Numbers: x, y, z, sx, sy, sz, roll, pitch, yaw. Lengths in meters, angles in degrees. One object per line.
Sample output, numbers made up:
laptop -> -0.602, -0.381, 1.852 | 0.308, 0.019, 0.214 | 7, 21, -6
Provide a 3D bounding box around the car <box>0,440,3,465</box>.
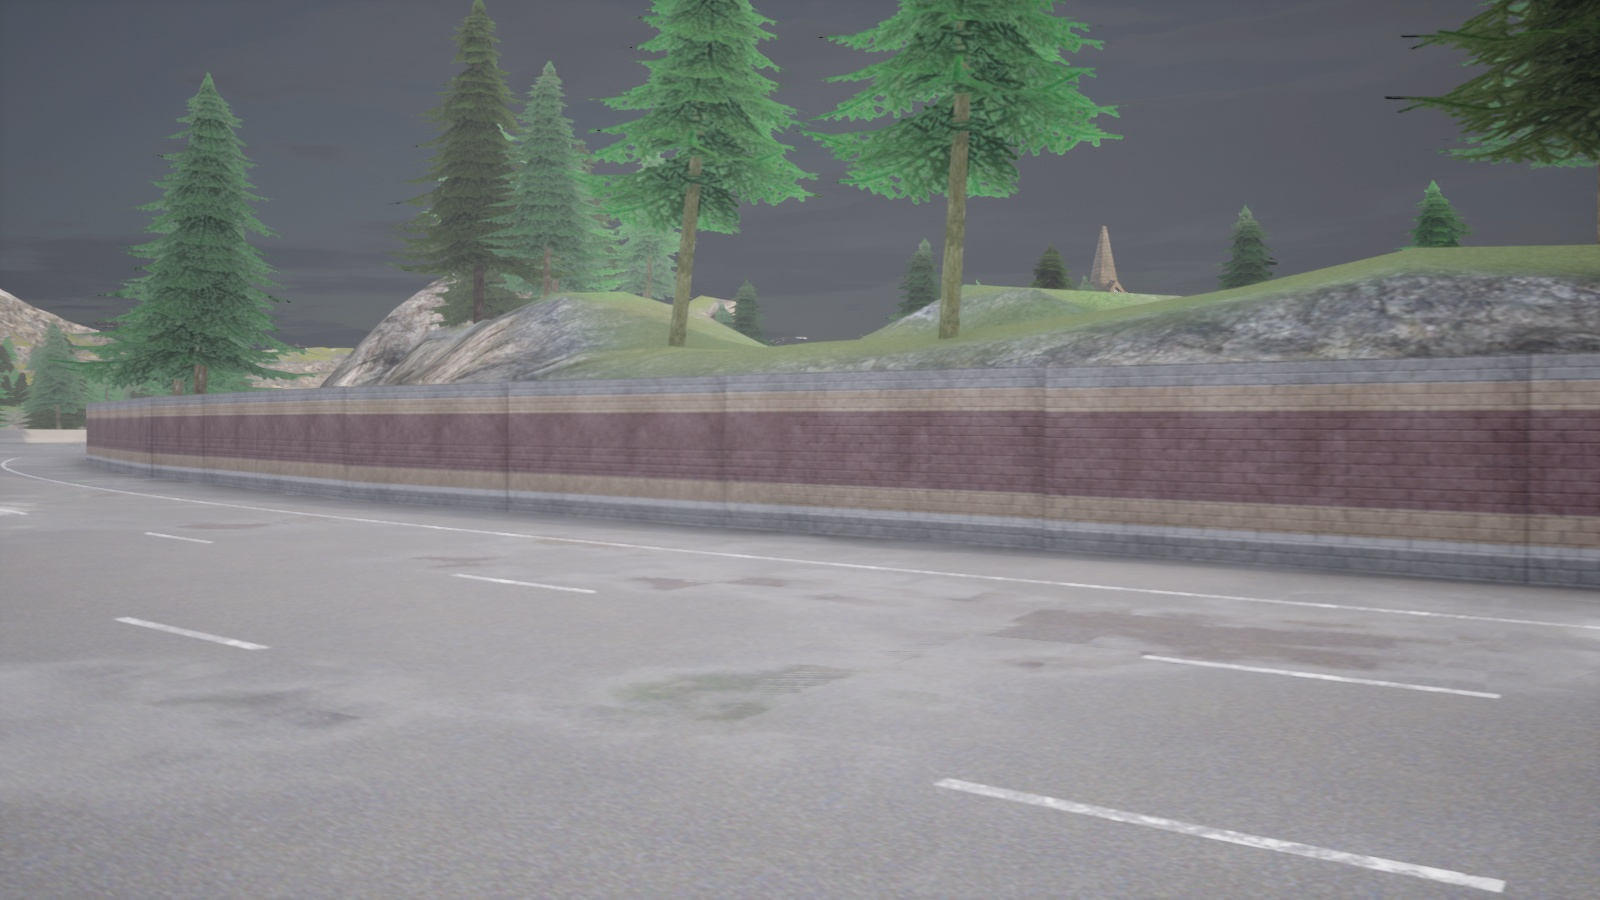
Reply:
car -> -48.486, 0.189, 73.759 | 1.816, 1.474, 4.193 | -1, 1, -19
